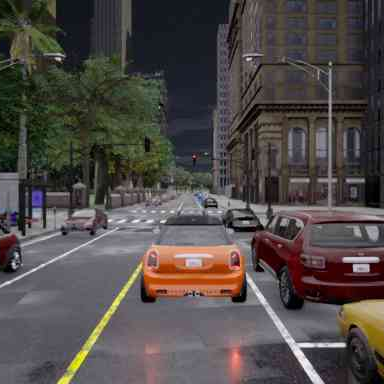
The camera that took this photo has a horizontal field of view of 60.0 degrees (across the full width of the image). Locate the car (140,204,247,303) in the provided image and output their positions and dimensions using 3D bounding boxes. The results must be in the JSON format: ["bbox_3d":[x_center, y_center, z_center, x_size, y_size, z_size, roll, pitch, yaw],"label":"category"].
[{"bbox_3d":[0.034,1.351,8.385,2.097,1.767,4.553,0,0,0],"label":"car"}]

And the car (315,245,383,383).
[{"bbox_3d":[2.753,1.525,2.508,1.752,1.417,4.829,0,0,0],"label":"car"}]

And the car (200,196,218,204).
[{"bbox_3d":[2.533,1.545,45.050,1.947,1.339,4.313,0,0,0],"label":"car"}]

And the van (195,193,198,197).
[{"bbox_3d":[2.336,1.277,82.992,1.690,1.788,3.998,0,0,0],"label":"van"}]

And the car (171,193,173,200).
[{"bbox_3d":[-6.162,1.259,77.548,2.192,1.841,5.009,0,0,0],"label":"car"}]

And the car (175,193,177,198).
[{"bbox_3d":[-6.246,1.233,93.808,2.192,1.841,5.009,0,0,0],"label":"car"}]

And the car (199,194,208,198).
[{"bbox_3d":[2.476,1.495,56.061,1.752,1.417,4.829,0,0,0],"label":"car"}]

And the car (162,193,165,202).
[{"bbox_3d":[-6.049,1.410,55.866,1.967,1.590,4.097,0,0,0],"label":"car"}]

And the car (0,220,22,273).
[{"bbox_3d":[-5.800,1.439,7.735,1.967,1.590,4.097,0,0,0],"label":"car"}]

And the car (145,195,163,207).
[{"bbox_3d":[-6.021,1.525,50.446,2.008,1.369,4.403,0,0,0],"label":"car"}]

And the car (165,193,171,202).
[{"bbox_3d":[-6.133,1.392,72.127,1.967,1.590,4.097,0,0,0],"label":"car"}]

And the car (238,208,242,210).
[{"bbox_3d":[2.670,1.561,18.614,1.947,1.339,4.313,0,0,0],"label":"car"}]

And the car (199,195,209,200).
[{"bbox_3d":[2.505,1.540,50.471,1.947,1.339,4.313,0,0,0],"label":"car"}]

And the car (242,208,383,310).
[{"bbox_3d":[2.725,1.314,7.764,2.192,1.841,5.009,0,0,0],"label":"car"}]

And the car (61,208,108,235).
[{"bbox_3d":[-5.856,1.577,18.588,1.802,1.307,4.206,0,0,0],"label":"car"}]

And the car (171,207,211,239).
[{"bbox_3d":[-0.029,1.596,18.204,1.895,1.301,4.718,0,0,0],"label":"car"}]
